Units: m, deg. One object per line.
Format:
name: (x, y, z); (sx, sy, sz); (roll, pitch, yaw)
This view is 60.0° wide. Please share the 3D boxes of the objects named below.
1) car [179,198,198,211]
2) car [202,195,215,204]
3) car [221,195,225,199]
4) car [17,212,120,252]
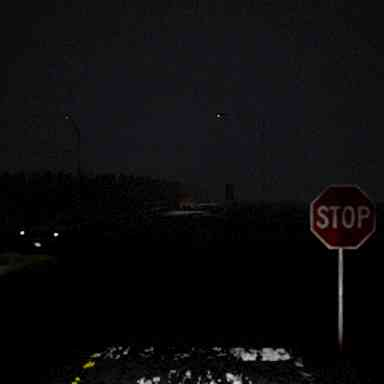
car: (-0.349, 1.514, 40.059); (1.882, 1.535, 5.008); (0, 1, 7)
car: (3.241, 1.362, 63.818); (2.097, 1.767, 4.553); (0, -1, 11)
car: (8.740, 1.551, 88.778); (1.812, 1.442, 4.674); (0, 0, 15)
car: (-4.978, 1.577, 14.091); (1.895, 1.301, 4.718); (1, 0, 15)
